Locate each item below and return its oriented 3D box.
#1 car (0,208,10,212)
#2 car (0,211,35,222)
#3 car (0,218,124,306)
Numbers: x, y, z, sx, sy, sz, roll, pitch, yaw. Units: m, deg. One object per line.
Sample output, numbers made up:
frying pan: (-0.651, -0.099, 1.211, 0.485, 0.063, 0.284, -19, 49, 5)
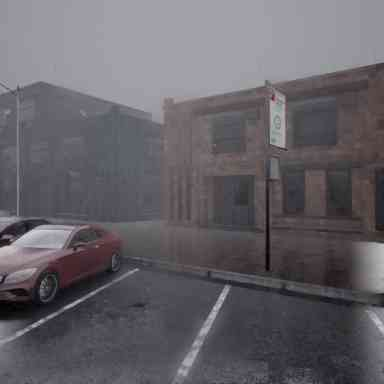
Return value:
car: (-8.244, 1.366, 11.746, 2.185, 1.767, 4.553, 1, -1, 15)
car: (-5.792, 1.518, 9.982, 2.163, 1.488, 4.792, 1, -1, 15)
car: (-3.311, 1.527, 8.310, 2.002, 1.452, 4.674, 1, -1, 15)
